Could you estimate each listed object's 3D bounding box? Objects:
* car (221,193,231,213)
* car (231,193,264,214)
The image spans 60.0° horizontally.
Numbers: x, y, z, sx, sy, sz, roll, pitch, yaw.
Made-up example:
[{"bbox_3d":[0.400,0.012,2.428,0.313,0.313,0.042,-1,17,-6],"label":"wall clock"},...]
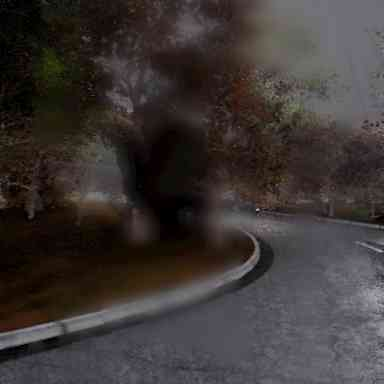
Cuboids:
[{"bbox_3d":[0.314,0.819,23.534,1.895,1.301,4.718,1,2,-34],"label":"car"},{"bbox_3d":[3.247,0.807,25.202,1.837,1.490,4.892,2,2,-34],"label":"car"}]
